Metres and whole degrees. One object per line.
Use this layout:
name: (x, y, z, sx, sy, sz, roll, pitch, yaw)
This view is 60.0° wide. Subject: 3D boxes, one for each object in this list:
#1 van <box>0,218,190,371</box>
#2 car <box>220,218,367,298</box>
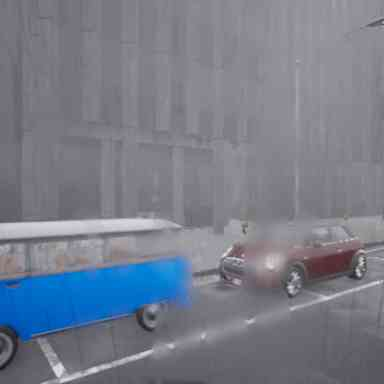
van: (-1.937, 1.351, 5.271, 3.998, 1.788, 1.690, 1, 0, -36)
car: (2.650, 1.490, 8.546, 4.097, 1.590, 1.967, 1, 0, -36)
